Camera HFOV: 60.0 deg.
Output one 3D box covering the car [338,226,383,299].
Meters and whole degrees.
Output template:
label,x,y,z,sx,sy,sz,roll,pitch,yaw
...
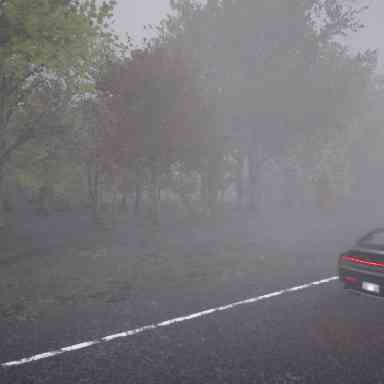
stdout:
label,x,y,z,sx,sy,sz,roll,pitch,yaw
car,5.236,1.505,7.492,4.892,1.490,1.837,0,0,-36
